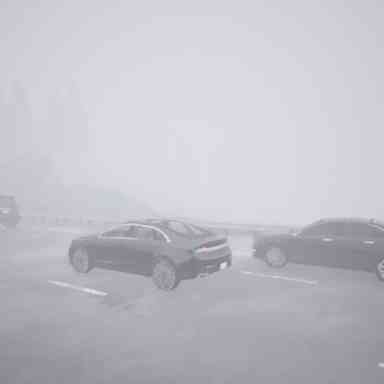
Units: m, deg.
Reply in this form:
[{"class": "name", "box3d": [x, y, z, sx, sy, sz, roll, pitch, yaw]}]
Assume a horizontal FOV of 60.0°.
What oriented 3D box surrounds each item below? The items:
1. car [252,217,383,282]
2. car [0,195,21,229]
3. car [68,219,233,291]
[{"class": "car", "box3d": [4.128, 1.481, 9.503, 4.892, 1.490, 1.837, 0, 0, 35]}, {"class": "car", "box3d": [-12.724, 1.197, 19.947, 5.566, 2.045, 2.150, 0, 0, 29]}, {"class": "car", "box3d": [-1.299, 1.475, 8.949, 4.902, 1.511, 2.128, 0, 0, 34]}]
